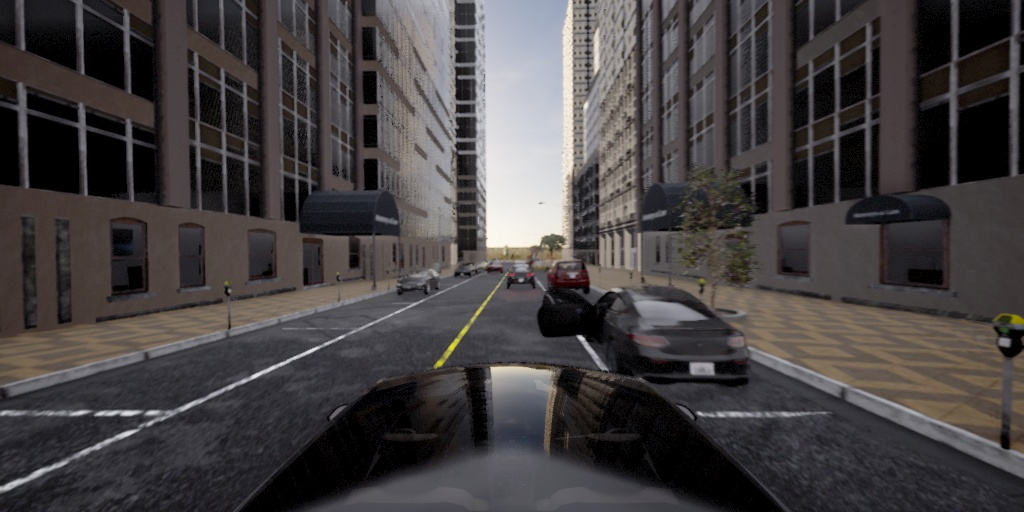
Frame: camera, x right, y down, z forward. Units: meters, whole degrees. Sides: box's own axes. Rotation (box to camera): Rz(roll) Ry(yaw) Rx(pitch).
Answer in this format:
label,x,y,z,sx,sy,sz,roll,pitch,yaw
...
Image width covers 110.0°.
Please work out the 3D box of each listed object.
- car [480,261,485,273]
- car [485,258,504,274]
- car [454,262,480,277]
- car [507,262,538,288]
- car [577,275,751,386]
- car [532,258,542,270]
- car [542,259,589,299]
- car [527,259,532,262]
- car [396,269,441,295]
label,x,y,z,sx,sy,sz,roll,pitch,yaw
car,-4.774,1.479,43.326,1.948,1.339,4.313,0,0,1
car,-2.072,1.375,44.620,1.882,1.535,5.008,0,0,2
car,-4.894,1.467,37.652,1.948,1.339,4.313,0,0,1
car,0.617,1.350,24.690,1.812,1.442,4.674,0,0,1
car,2.529,1.276,6.860,1.812,1.442,4.674,0,0,3
car,3.728,1.390,48.937,1.751,1.417,4.829,0,0,1
car,3.123,1.108,20.398,2.192,1.841,5.009,0,0,1
car,1.041,1.422,44.660,2.033,1.411,5.357,0,0,1
car,-5.255,1.405,20.633,2.007,1.370,4.403,0,0,1
